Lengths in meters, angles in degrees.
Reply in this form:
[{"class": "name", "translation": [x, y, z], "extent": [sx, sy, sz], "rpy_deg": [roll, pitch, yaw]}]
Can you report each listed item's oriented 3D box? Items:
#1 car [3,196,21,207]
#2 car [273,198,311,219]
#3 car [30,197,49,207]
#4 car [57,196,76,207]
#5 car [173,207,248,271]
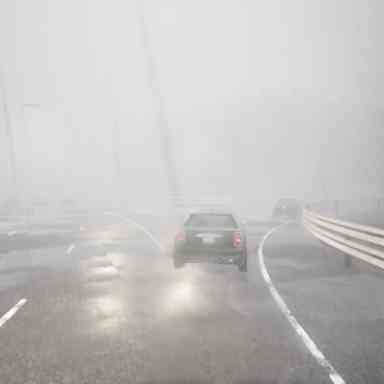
[{"class": "car", "translation": [-26.292, 1.395, 48.655], "extent": [2.128, 1.511, 4.902], "rpy_deg": [0, 0, -35]}, {"class": "car", "translation": [8.817, 1.291, 29.100], "extent": [2.097, 1.767, 4.553], "rpy_deg": [0, 0, 36]}, {"class": "car", "translation": [-22.735, 1.449, 49.622], "extent": [2.033, 1.411, 5.357], "rpy_deg": [0, 0, -35]}, {"class": "car", "translation": [-19.082, 1.377, 50.445], "extent": [1.882, 1.535, 5.008], "rpy_deg": [0, 0, -35]}, {"class": "car", "translation": [0.785, 1.328, 11.129], "extent": [2.097, 1.767, 4.553], "rpy_deg": [0, 0, 9]}]
